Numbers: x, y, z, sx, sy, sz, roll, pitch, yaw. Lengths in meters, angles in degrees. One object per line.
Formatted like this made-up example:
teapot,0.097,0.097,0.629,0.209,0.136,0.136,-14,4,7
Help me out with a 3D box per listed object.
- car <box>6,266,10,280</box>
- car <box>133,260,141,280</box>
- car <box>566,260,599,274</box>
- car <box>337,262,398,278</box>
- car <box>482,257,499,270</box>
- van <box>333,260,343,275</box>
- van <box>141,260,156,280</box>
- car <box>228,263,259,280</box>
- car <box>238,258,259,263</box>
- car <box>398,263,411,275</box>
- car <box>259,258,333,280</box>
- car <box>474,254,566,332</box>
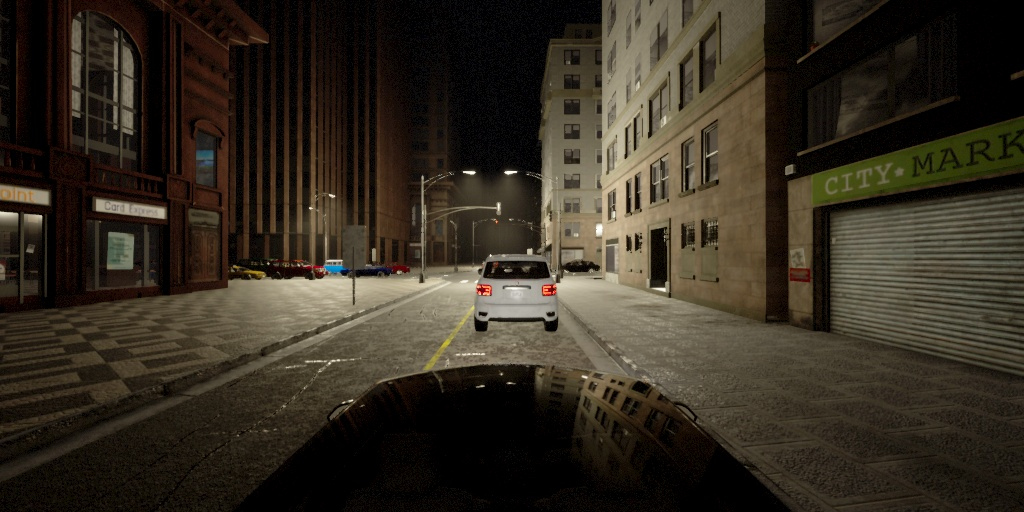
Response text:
car,-47.740,1.852,32.838,4.403,1.370,2.007,0,0,0
car,-34.463,1.375,35.372,5.566,2.045,2.150,-1,0,0
car,6.675,1.174,37.651,4.892,1.490,1.837,-1,0,-10
car,-14.142,1.509,35.285,4.718,1.301,1.895,-1,0,0
car,-3.107,1.101,51.764,2.097,1.767,4.553,0,0,1
van,-19.596,1.343,41.260,3.998,1.789,1.690,0,0,0
van,-30.867,1.438,32.776,3.998,1.789,1.690,0,0,0
car,-25.073,1.554,32.754,4.829,1.417,1.751,0,0,0
car,-24.107,1.250,35.315,5.566,2.045,2.150,-1,0,-1
car,-13.972,1.480,41.239,4.507,1.381,1.888,0,0,0
car,-19.619,1.276,32.734,5.009,1.841,2.192,0,0,0
car,0.101,0.974,11.045,2.150,2.045,5.566,0,0,0
